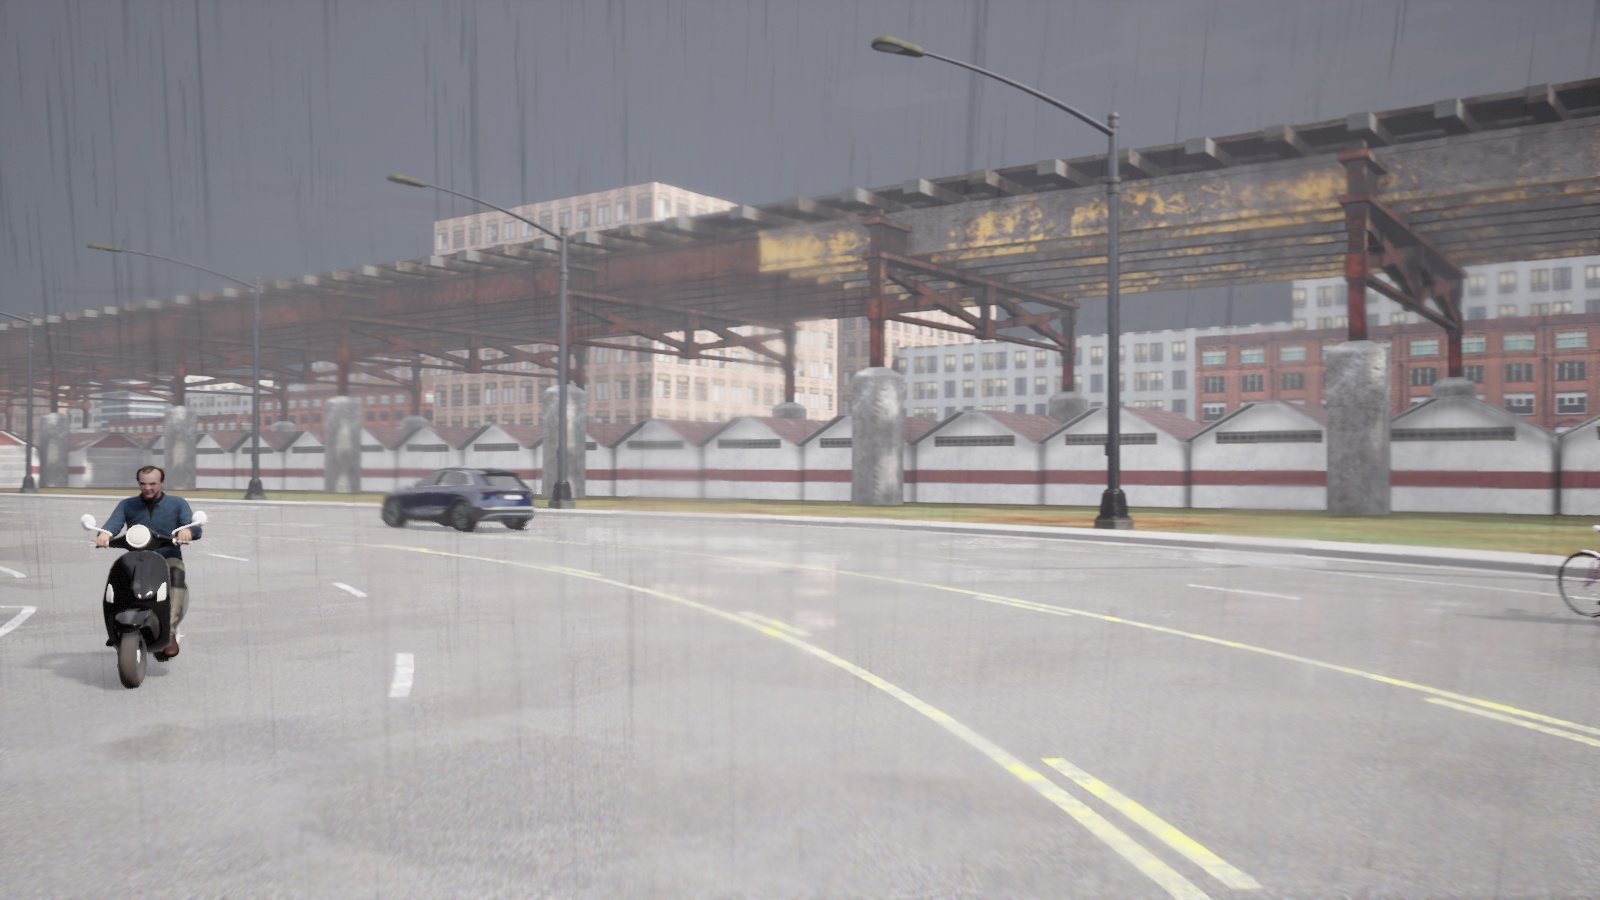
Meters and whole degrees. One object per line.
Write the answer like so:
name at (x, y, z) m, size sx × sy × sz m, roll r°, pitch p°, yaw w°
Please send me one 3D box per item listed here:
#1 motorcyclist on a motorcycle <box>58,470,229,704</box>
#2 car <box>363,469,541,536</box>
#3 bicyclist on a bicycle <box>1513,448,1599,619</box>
motorcyclist on a motorcycle at (-4.954, 0.954, 9.604) m, size 0.866 × 1.590 × 1.817 m, roll -1°, pitch -1°, yaw -18°
car at (-9.269, 1.350, 33.305) m, size 4.856 × 1.649 × 2.033 m, roll -1°, pitch -2°, yaw 38°
bicyclist on a bicycle at (8.595, 0.864, 13.289) m, size 0.659 × 1.776 × 1.843 m, roll -1°, pitch -1°, yaw -16°
